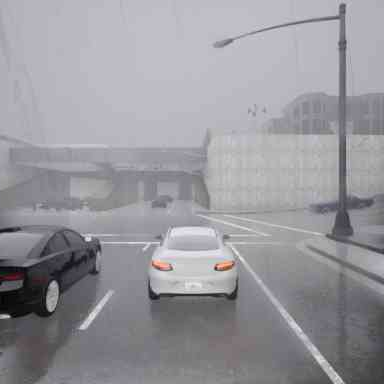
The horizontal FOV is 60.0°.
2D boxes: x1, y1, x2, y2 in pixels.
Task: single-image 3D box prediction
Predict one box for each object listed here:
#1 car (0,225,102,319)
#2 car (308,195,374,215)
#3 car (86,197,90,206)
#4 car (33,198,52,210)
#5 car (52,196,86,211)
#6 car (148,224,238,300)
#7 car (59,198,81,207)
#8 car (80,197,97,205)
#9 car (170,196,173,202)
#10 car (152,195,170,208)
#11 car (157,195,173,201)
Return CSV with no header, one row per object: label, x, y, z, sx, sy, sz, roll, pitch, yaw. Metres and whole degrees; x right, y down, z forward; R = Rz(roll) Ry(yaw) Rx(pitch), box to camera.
car,-3.479,1.478,7.492,1.882,1.535,5.008,0,0,0
car,12.041,1.012,27.154,4.718,1.301,1.895,-6,0,-1
car,-15.404,1.491,50.147,2.128,1.511,4.902,0,0,-2
car,-18.650,1.491,42.582,2.128,1.511,4.902,0,0,-2
car,-15.091,1.352,41.047,2.097,1.767,4.553,0,0,-2
car,0.015,1.526,8.292,1.812,1.442,4.674,0,0,0
car,-18.962,1.601,51.840,1.895,1.301,4.718,0,0,-2
car,-19.259,1.601,62.010,1.895,1.301,4.718,0,0,-1
car,-5.394,1.553,74.264,1.994,1.385,4.181,0,0,5
car,-4.646,1.564,48.234,1.994,1.385,4.181,0,0,-2
car,-6.800,1.500,83.575,1.837,1.490,4.892,0,0,24
